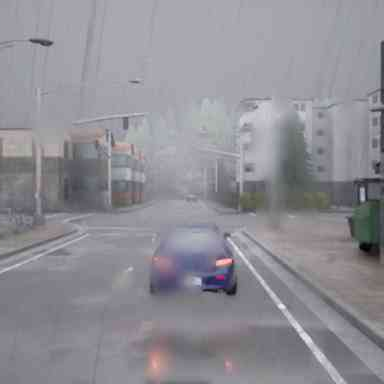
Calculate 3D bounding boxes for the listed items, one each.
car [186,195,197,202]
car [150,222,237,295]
[{"bbox_3d":[-0.119,1.283,67.122,1.812,1.442,4.674,0,0,0],"label":"car"},{"bbox_3d":[0.042,1.495,8.480,1.812,1.442,4.674,0,0,0],"label":"car"}]
